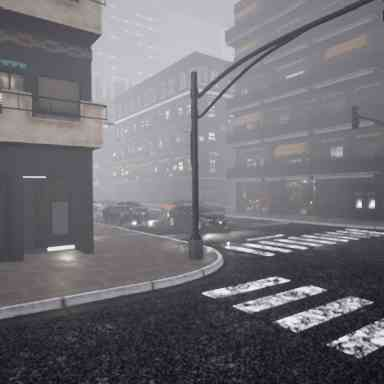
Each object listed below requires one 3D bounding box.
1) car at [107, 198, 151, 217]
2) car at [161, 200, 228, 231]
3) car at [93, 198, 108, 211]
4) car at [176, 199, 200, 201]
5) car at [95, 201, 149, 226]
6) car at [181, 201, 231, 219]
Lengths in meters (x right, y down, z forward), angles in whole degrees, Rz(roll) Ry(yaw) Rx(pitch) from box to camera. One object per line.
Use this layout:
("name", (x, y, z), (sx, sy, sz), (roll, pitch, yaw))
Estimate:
("car", (-5.347, 1.537, 28.853), (1.837, 1.490, 4.892), (-1, 1, -36))
("car", (0.220, 1.531, 21.174), (1.837, 1.490, 4.892), (-1, 1, -36))
("car", (-11.394, 1.564, 37.210), (1.812, 1.442, 4.674), (-1, 1, -36))
("car", (-0.728, 1.342, 27.504), (2.097, 1.767, 4.553), (-1, 1, -36))
("car", (-5.229, 1.629, 24.492), (1.947, 1.339, 4.313), (-1, 1, -36))
("car", (1.151, 1.507, 29.117), (2.008, 1.369, 4.403), (-1, 1, -36))
